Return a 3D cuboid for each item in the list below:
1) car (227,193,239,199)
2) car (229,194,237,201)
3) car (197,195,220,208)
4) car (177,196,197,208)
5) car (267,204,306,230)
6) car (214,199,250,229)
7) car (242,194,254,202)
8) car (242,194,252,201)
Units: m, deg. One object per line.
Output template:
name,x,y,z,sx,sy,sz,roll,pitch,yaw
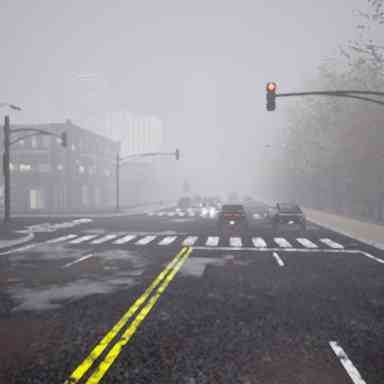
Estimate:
car,8.536,1.125,69.284,2.150,2.045,5.566,0,0,7
car,9.830,1.225,79.592,1.837,1.490,4.892,0,0,7
car,2.423,1.432,47.377,2.128,1.511,4.902,0,0,7
car,-0.888,1.420,47.145,1.882,1.535,5.008,0,0,7
car,5.834,1.466,20.905,2.128,1.511,4.902,0,0,7
car,2.652,1.481,21.648,1.837,1.490,4.892,0,0,7
car,11.809,1.452,69.263,1.994,1.385,4.181,0,0,7
car,13.055,1.264,79.188,2.033,1.411,5.357,0,0,7
